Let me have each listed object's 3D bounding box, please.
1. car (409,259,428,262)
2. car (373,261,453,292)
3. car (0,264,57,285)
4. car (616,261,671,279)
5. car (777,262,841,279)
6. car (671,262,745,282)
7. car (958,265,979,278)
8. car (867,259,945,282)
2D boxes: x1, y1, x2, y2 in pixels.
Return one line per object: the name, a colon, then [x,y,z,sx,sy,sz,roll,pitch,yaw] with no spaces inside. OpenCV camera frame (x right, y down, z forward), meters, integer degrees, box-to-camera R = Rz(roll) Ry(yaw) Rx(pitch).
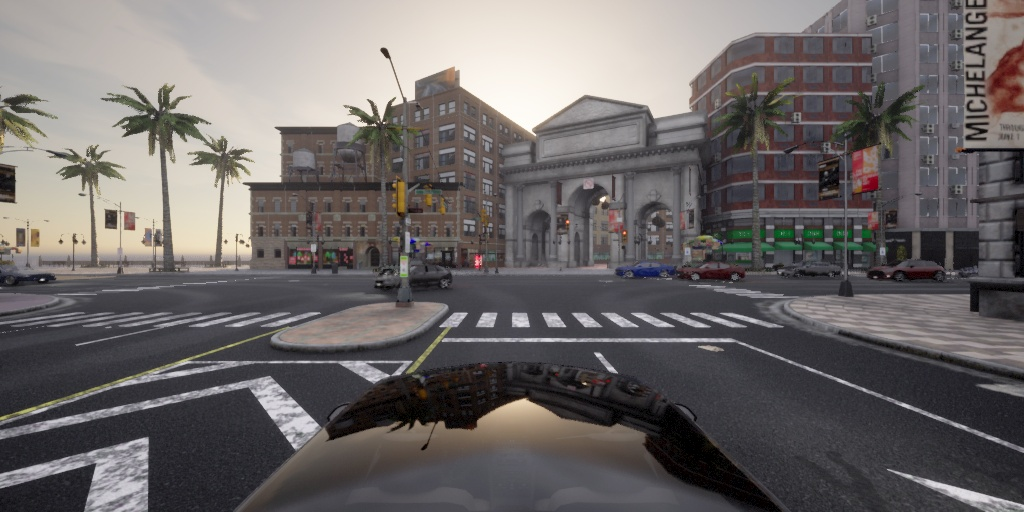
car: [-9.456,1.102,32.334,4.553,1.767,2.097,0,0,0]
car: [-5.617,1.255,20.881,1.837,1.490,4.892,-2,-1,36]
car: [-35.828,1.297,25.337,5.357,1.411,2.033,0,0,0]
car: [11.872,1.227,32.172,5.008,1.535,1.882,0,0,0]
car: [26.440,1.242,32.034,4.902,1.511,2.128,0,0,1]
car: [15.815,1.228,28.641,5.008,1.535,1.882,0,0,0]
car: [42.449,1.275,31.529,4.674,1.442,1.812,0,0,6]
car: [31.140,1.101,28.455,4.553,1.767,2.097,0,0,1]
